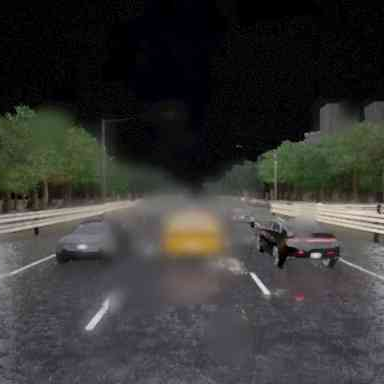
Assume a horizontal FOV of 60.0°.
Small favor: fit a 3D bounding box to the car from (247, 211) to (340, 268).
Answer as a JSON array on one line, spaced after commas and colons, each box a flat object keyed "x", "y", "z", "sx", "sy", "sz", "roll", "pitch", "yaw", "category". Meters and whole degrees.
[{"x": 3.542, "y": 1.647, "z": 11.926, "sx": 2.128, "sy": 1.511, "sz": 4.902, "roll": 0, "pitch": -1, "yaw": 0, "category": "car"}]

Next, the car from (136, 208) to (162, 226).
[{"x": -3.469, "y": 1.940, "z": 26.665, "sx": 1.895, "sy": 1.301, "sz": 4.718, "roll": 0, "pitch": -1, "yaw": 0, "category": "car"}]

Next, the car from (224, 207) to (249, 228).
[{"x": 3.517, "y": 1.869, "z": 25.097, "sx": 2.033, "sy": 1.411, "sz": 5.357, "roll": 0, "pitch": -1, "yaw": 0, "category": "car"}]

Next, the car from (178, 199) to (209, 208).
[{"x": 0.036, "y": 1.696, "z": 27.215, "sx": 2.097, "sy": 1.767, "sz": 4.553, "roll": 0, "pitch": -1, "yaw": 0, "category": "car"}]

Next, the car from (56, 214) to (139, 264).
[{"x": -3.457, "y": 1.731, "z": 12.551, "sx": 1.994, "sy": 1.385, "sz": 4.181, "roll": 0, "pitch": -1, "yaw": 0, "category": "car"}]

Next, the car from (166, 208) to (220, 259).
[{"x": 0.050, "y": 1.655, "z": 13.450, "sx": 1.882, "sy": 1.535, "sz": 5.008, "roll": 0, "pitch": 0, "yaw": 0, "category": "car"}]
